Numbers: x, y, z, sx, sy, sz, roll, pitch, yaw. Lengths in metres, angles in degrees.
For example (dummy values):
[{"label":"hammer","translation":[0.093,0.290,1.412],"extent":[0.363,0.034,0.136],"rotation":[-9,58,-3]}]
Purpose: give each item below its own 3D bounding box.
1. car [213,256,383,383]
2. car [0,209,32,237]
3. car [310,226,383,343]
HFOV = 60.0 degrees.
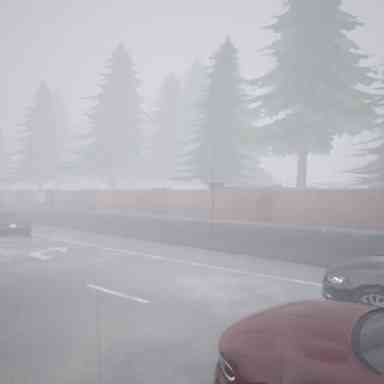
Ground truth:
[{"label":"car","translation":[2.498,1.490,2.284],"extent":[5.008,1.535,1.882],"rotation":[0,0,35]},{"label":"car","translation":[-9.843,1.541,16.910],"extent":[4.181,1.385,1.994],"rotation":[0,0,43]},{"label":"car","translation":[4.607,1.514,5.078],"extent":[4.902,1.511,2.128],"rotation":[0,0,35]}]
